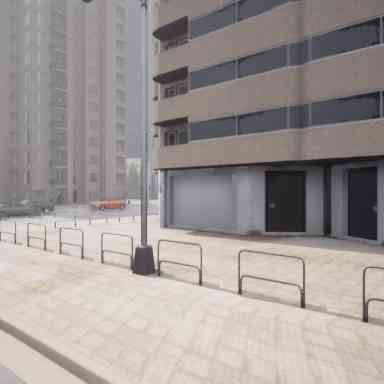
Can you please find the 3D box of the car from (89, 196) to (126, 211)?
[{"bbox_3d":[-10.623,1.407,41.737,2.097,1.767,4.553,0,0,39],"label":"car"}]

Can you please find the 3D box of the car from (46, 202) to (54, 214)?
[{"bbox_3d":[-16.681,1.560,34.146,1.837,1.490,4.892,0,0,39],"label":"car"}]

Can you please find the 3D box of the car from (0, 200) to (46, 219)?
[{"bbox_3d":[-15.706,1.619,29.521,1.994,1.385,4.181,0,0,39],"label":"car"}]
